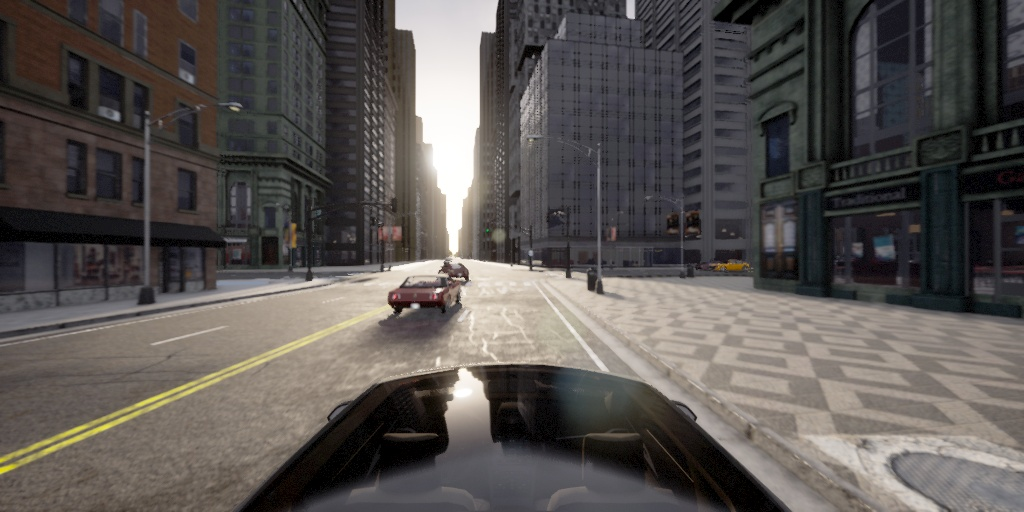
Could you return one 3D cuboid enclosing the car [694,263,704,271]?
[{"bbox_3d":[26.888,1.311,48.378,4.181,1.385,1.994,0,0,-9],"label":"car"}]

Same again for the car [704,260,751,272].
[{"bbox_3d":[27.397,1.220,45.174,5.008,1.535,1.882,0,0,-9],"label":"car"}]

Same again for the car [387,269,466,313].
[{"bbox_3d":[-3.150,1.354,13.935,1.895,1.301,4.718,0,0,0],"label":"car"}]

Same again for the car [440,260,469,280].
[{"bbox_3d":[-4.990,1.282,30.237,1.812,1.442,4.674,1,0,-23],"label":"car"}]

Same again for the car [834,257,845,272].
[{"bbox_3d":[41.560,1.215,44.158,4.902,1.511,2.128,0,0,-9],"label":"car"}]

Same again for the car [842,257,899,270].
[{"bbox_3d":[41.031,1.213,40.772,4.902,1.511,2.128,0,0,-9],"label":"car"}]
